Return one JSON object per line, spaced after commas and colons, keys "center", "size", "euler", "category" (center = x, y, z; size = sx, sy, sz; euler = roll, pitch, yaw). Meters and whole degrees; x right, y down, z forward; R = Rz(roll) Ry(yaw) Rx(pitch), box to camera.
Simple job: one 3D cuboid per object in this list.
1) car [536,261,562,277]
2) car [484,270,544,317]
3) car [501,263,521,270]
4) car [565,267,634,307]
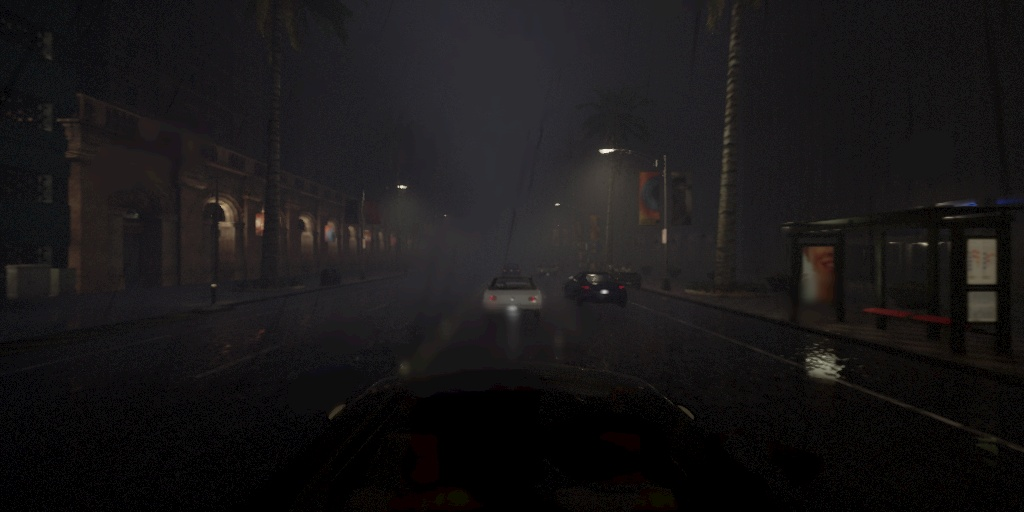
{"center": [3.431, 1.436, 35.800], "size": [1.895, 1.301, 4.718], "euler": [0, 0, 0], "category": "car"}
{"center": [0.043, 1.383, 13.388], "size": [1.895, 1.301, 4.718], "euler": [0, 0, 0], "category": "car"}
{"center": [-0.069, 1.391, 35.726], "size": [2.033, 1.411, 5.357], "euler": [0, 0, 0], "category": "car"}
{"center": [3.522, 1.344, 15.659], "size": [1.994, 1.385, 4.181], "euler": [0, 0, 0], "category": "car"}
